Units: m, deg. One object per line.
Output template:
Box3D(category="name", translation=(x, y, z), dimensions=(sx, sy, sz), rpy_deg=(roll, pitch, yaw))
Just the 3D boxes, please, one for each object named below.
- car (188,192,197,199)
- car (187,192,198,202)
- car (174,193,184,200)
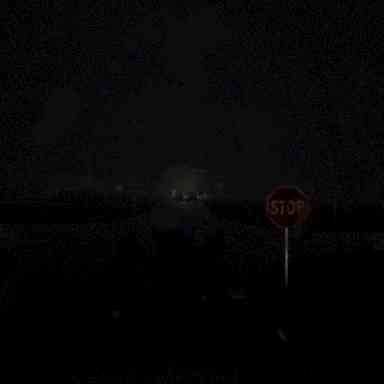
Box3D(category="car", translation=(0.055, 0.700, 72.767), dimensions=(1.837, 1.490, 4.892), rpy_deg=(0, 1, 0))
Box3D(category="car", translation=(0.047, 1.018, 62.736), dimensions=(1.812, 1.442, 4.674), rpy_deg=(0, 1, 0))
Box3D(category="car", translation=(-2.699, 0.922, 67.765), dimensions=(1.882, 1.535, 5.008), rpy_deg=(0, 1, 0))
